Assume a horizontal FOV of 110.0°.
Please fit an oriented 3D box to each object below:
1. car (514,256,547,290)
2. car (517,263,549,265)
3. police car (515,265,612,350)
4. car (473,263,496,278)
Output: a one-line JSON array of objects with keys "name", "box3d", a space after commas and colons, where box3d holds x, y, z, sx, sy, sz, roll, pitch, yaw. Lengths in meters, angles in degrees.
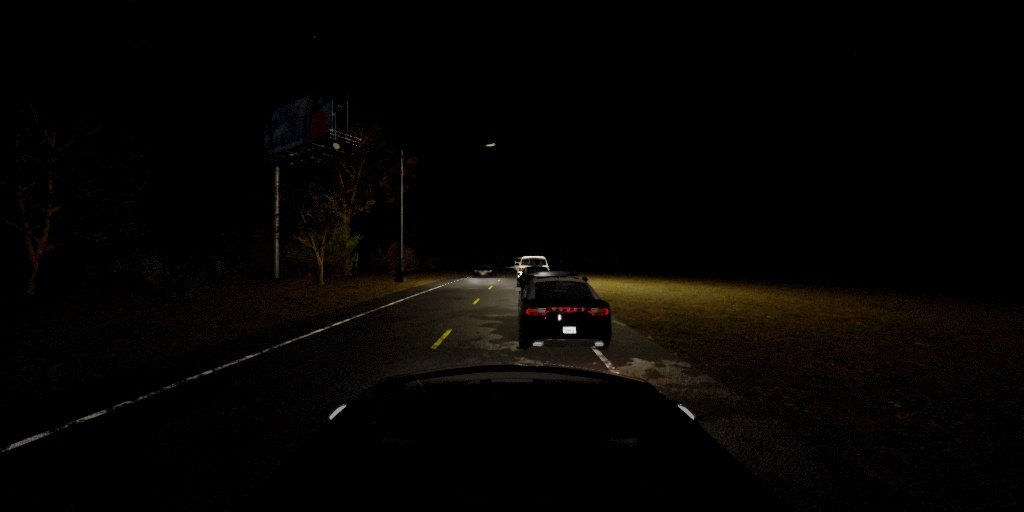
[{"name": "car", "box3d": [1.461, 1.044, 25.140, 2.150, 2.045, 5.566, 0, 0, 2]}, {"name": "car", "box3d": [1.288, 1.296, 19.131, 1.837, 1.490, 4.892, 0, 0, 1]}, {"name": "police car", "box3d": [1.104, 1.184, 9.275, 1.930, 1.638, 5.238, 0, 0, 1]}, {"name": "car", "box3d": [-2.637, 1.419, 35.944, 1.812, 1.442, 4.674, 0, 0, 3]}]
